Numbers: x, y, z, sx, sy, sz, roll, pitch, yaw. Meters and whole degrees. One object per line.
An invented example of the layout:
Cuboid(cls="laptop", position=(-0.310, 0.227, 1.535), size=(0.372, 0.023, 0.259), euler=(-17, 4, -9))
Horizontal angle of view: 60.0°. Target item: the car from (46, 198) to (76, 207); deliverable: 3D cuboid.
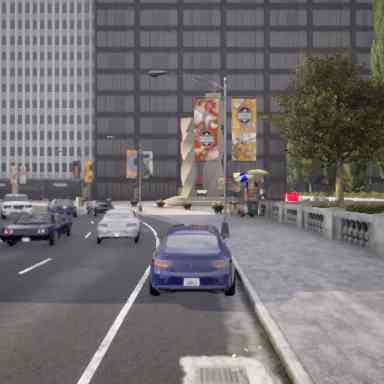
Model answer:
Cuboid(cls="car", position=(-11.865, 1.341, 30.081), size=(2.097, 1.767, 4.553), euler=(0, 0, -30))

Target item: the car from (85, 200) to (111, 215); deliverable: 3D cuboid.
Cuboid(cls="car", position=(-8.934, 1.501, 31.991), size=(1.837, 1.490, 4.892), euler=(0, 0, -30))

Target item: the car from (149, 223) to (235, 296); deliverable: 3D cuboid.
Cuboid(cls="car", position=(0.024, 1.525, 8.545), size=(1.812, 1.442, 4.674), euler=(0, 0, 1))

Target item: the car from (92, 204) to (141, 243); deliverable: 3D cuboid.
Cuboid(cls="car", position=(-3.461, 1.523, 16.092), size=(1.812, 1.442, 4.674), euler=(0, 0, -9))

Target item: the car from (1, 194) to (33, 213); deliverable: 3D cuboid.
Cuboid(cls="car", position=(-15.336, 1.194, 29.095), size=(2.150, 2.045, 5.566), euler=(0, 0, -31))

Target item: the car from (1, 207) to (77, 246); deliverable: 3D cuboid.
Cuboid(cls="car", position=(-6.878, 1.596, 15.367), size=(1.895, 1.301, 4.718), euler=(0, 0, -8))
